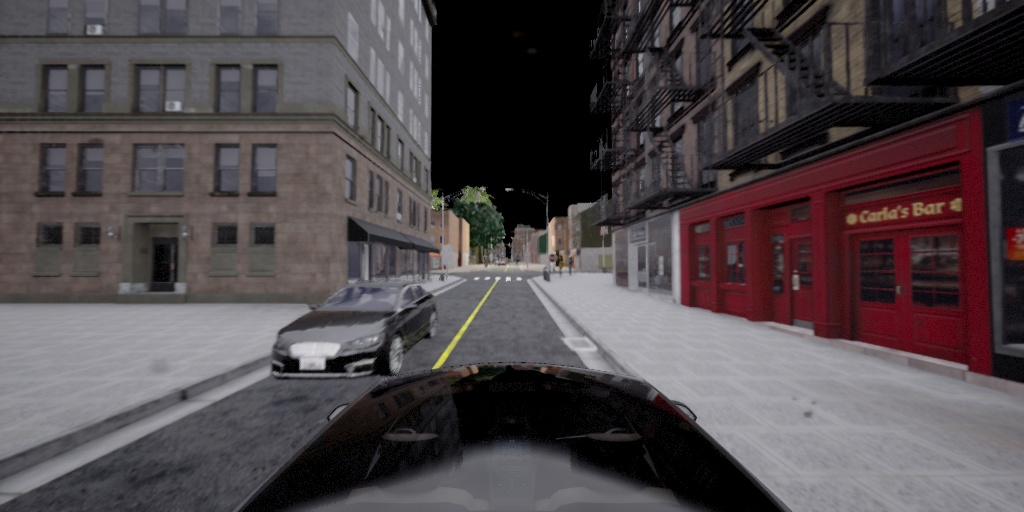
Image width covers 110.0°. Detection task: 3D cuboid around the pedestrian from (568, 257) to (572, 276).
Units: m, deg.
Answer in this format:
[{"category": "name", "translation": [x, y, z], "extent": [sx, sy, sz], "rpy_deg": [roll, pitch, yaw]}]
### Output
[{"category": "pedestrian", "translation": [5.498, 0.977, 33.891], "extent": [0.375, 1.860, 0.375], "rpy_deg": [1, -2, 0]}]

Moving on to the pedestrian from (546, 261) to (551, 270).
[{"category": "pedestrian", "translation": [3.497, 1.166, 34.484], "extent": [0.375, 1.860, 0.375], "rpy_deg": [1, -2, 0]}]

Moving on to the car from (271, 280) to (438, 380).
[{"category": "car", "translation": [-2.851, 1.298, 7.575], "extent": [2.128, 1.511, 4.902], "rpy_deg": [0, -1, 0]}]

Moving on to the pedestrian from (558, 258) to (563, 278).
[{"category": "pedestrian", "translation": [4.498, 1.100, 33.286], "extent": [0.375, 1.860, 0.375], "rpy_deg": [1, -2, 0]}]
